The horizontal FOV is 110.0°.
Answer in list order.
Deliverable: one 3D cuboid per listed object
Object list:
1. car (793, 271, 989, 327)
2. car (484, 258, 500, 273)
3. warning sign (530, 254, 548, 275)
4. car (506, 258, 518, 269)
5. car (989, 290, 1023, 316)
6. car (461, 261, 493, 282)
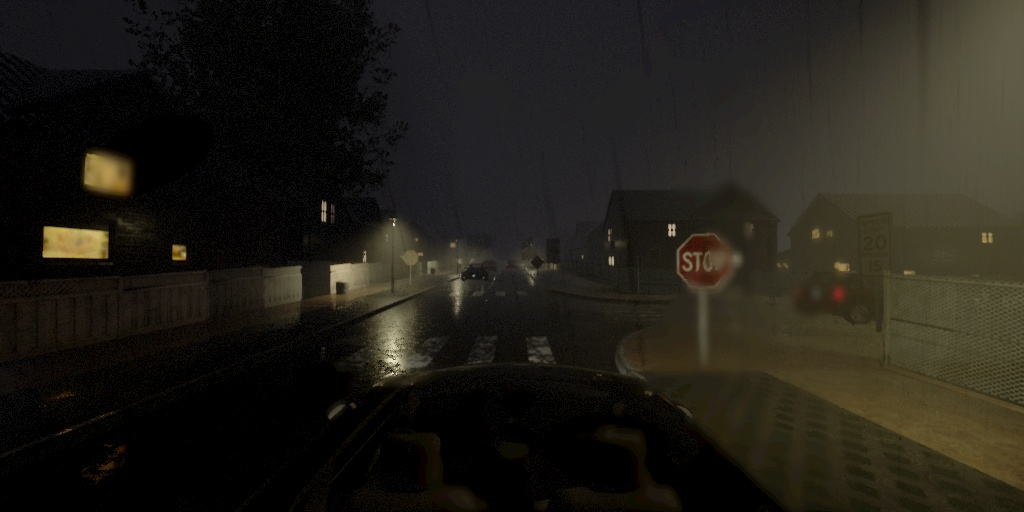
[{"bbox_3d":[12.353,1.339,12.098,4.553,1.767,2.097,1,-2,0],"label":"car"},{"bbox_3d":[-2.939,1.261,45.387,1.882,1.535,5.008,0,0,0],"label":"car"},{"bbox_3d":[2.446,0.883,34.060,1.300,1.860,1.060,0,0,0],"label":"warning sign"},{"bbox_3d":[-0.071,1.354,57.302,2.033,1.411,5.357,0,0,0],"label":"car"},{"bbox_3d":[20.452,1.866,15.038,4.718,1.301,1.895,1,-2,0],"label":"car"},{"bbox_3d":[-2.908,1.328,29.175,1.994,1.385,4.181,0,0,0],"label":"car"}]
